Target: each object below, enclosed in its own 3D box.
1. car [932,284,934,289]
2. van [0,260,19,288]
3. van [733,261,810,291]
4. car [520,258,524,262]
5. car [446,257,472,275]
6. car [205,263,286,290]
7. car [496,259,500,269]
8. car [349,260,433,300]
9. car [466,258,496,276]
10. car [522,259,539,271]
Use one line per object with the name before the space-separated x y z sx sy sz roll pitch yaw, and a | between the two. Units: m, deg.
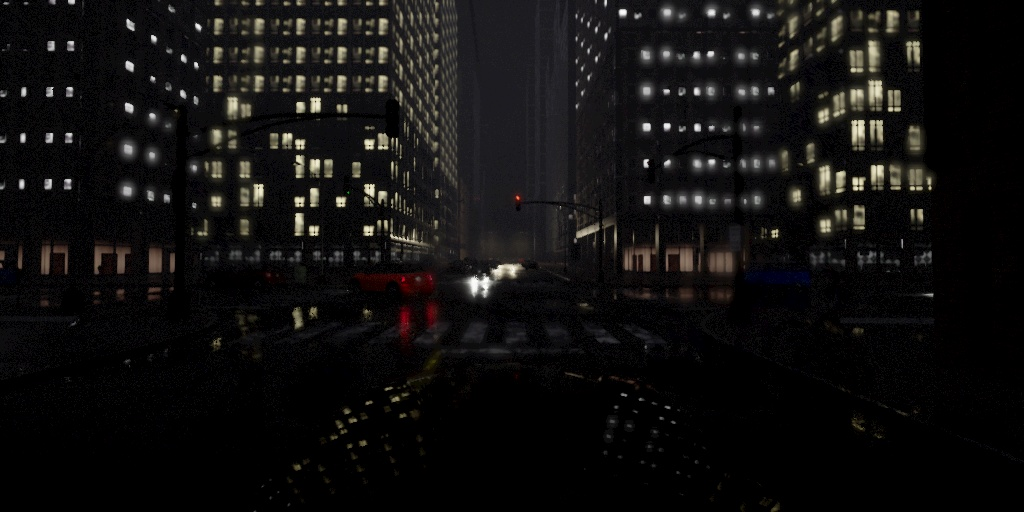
car | 25.816 1.386 19.555 4.181 1.385 1.994 0 -1 0
van | -33.437 1.114 22.271 3.998 1.789 1.690 0 0 0
van | 15.983 1.192 22.156 3.998 1.789 1.690 0 0 0
car | 2.695 1.247 60.205 1.751 1.417 4.829 0 0 0
car | -5.688 1.172 37.668 1.967 1.591 4.097 0 0 0
car | -16.491 1.237 22.232 4.097 1.591 1.967 0 0 0
car | -3.086 1.251 51.799 1.812 1.442 4.674 0 0 0
car | -6.057 1.093 17.767 4.553 1.767 2.097 0 0 35
car | -3.095 1.224 36.473 2.128 1.511 4.902 0 0 0
car | 2.694 1.308 48.879 1.802 1.307 4.207 0 0 0
